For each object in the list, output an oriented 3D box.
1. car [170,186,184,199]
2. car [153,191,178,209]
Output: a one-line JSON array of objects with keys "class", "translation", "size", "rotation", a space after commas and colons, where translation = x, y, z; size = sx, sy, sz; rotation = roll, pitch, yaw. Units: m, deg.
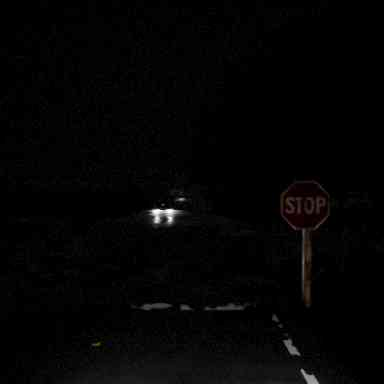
[{"class": "car", "translation": [-2.619, -0.012, 58.482], "size": [2.150, 2.045, 5.566], "rotation": [0, 1, 0]}, {"class": "car", "translation": [-2.678, 0.949, 32.716], "size": [1.994, 1.385, 4.181], "rotation": [0, 1, 0]}]
